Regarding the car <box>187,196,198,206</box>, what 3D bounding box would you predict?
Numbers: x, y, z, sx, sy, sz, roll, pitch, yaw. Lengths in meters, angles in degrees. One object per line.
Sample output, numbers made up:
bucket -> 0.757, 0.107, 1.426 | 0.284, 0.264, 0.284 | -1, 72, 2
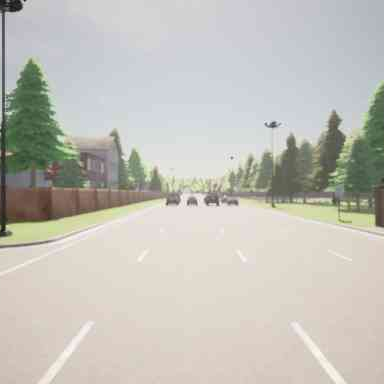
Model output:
car -> 0.055, 1.556, 57.679 | 2.128, 1.511, 4.902 | 0, 0, 1

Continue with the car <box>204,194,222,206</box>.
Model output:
car -> 3.541, 1.287, 57.009 | 2.150, 2.045, 5.566 | 0, 0, 1

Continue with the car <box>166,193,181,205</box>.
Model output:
car -> -3.434, 1.417, 58.933 | 2.097, 1.767, 4.553 | 0, 0, 0

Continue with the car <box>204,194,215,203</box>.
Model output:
car -> 3.509, 1.383, 68.239 | 2.097, 1.767, 4.553 | 0, 0, 0

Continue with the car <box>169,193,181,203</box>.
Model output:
car -> -3.491, 1.223, 69.131 | 2.150, 2.045, 5.566 | 0, 0, 0

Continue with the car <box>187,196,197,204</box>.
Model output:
car -> 0.009, 1.545, 68.269 | 1.837, 1.490, 4.892 | 0, 0, 0

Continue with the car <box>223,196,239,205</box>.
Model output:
car -> 7.060, 1.590, 58.254 | 1.812, 1.442, 4.674 | 0, 0, 1
